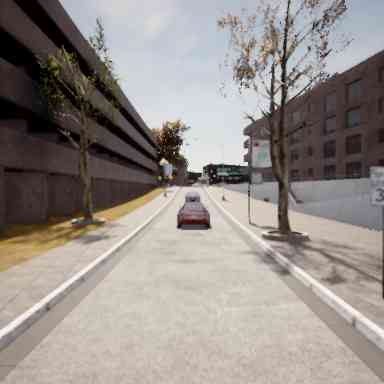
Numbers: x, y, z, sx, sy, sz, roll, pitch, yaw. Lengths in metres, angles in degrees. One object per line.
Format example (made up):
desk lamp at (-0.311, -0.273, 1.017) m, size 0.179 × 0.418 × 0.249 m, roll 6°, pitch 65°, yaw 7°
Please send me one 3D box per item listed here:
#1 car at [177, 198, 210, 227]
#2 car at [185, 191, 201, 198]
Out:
car at (0.098, 1.313, 20.882) m, size 1.994 × 1.385 × 4.181 m, roll 0°, pitch 1°, yaw 0°
car at (0.096, 0.611, 38.980) m, size 2.033 × 1.411 × 5.357 m, roll 0°, pitch 3°, yaw 0°
